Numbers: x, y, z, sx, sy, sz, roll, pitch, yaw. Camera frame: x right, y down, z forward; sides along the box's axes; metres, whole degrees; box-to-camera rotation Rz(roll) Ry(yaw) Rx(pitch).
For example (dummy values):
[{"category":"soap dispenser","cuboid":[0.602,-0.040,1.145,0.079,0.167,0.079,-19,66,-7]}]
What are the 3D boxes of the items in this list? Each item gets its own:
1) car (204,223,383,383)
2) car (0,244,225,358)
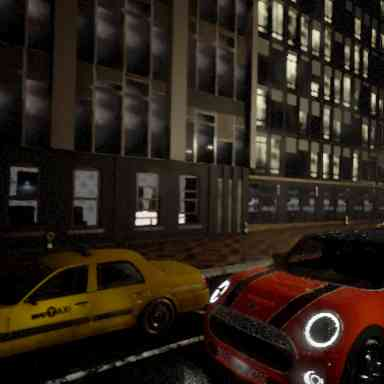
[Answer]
[{"category":"car","cuboid":[2.378,1.404,5.077,4.553,1.767,2.097,1,0,-36]},{"category":"car","cuboid":[-1.954,1.540,5.151,4.829,1.417,1.752,1,0,-36]}]
